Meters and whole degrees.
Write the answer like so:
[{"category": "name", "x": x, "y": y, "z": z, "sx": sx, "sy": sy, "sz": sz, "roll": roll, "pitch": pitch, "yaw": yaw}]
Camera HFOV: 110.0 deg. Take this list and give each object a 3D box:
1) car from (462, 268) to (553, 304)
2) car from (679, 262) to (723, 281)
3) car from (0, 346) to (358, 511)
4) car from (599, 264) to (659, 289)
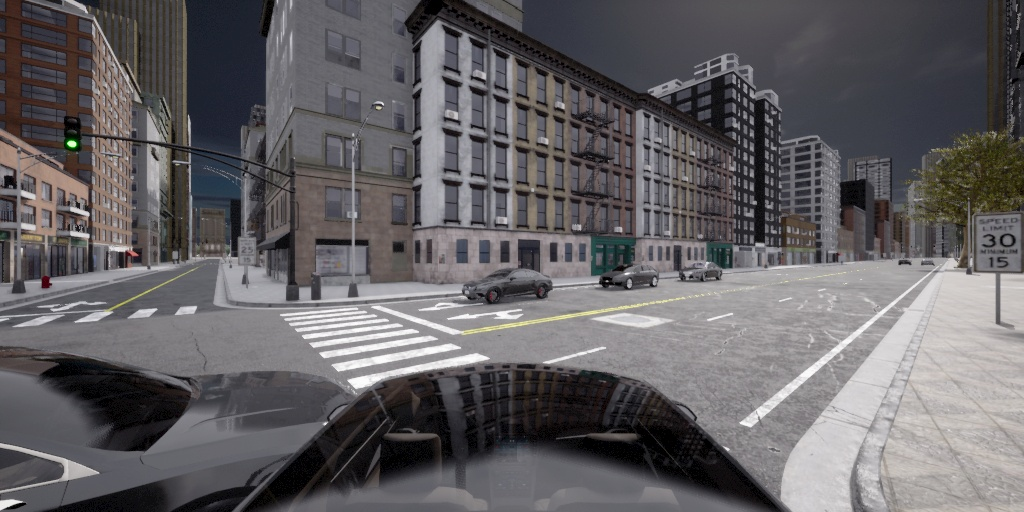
[{"category": "car", "x": -0.102, "y": 1.286, "z": 16.714, "sx": 4.674, "sy": 1.442, "sz": 1.812, "roll": 0, "pitch": 0, "yaw": -39}, {"category": "car", "x": 15.551, "y": 1.235, "z": 29.469, "sx": 4.902, "sy": 1.511, "sz": 2.128, "roll": 0, "pitch": 0, "yaw": -39}, {"category": "car", "x": -3.228, "y": 1.257, "z": 1.730, "sx": 4.892, "sy": 1.490, "sz": 1.837, "roll": 0, "pitch": 0, "yaw": -35}, {"category": "car", "x": 7.566, "y": 1.258, "z": 22.968, "sx": 4.892, "sy": 1.490, "sz": 1.837, "roll": 0, "pitch": 0, "yaw": -39}]
